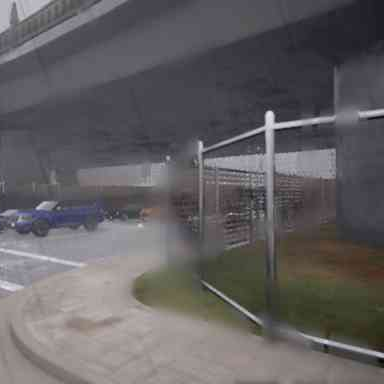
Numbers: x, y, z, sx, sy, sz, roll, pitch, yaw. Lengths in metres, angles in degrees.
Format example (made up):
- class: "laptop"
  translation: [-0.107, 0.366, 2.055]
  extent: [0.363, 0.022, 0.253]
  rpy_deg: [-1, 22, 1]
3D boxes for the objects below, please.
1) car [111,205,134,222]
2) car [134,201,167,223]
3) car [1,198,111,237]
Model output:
- class: "car"
  translation: [-5.454, 1.845, 29.540]
  extent: [1.895, 1.301, 4.718]
  rpy_deg: [-1, 0, 36]
- class: "car"
  translation: [-2.264, 1.556, 27.977]
  extent: [2.097, 1.767, 4.553]
  rpy_deg: [-1, 0, 36]
- class: "car"
  translation: [-7.977, 1.427, 20.126]
  extent: [2.150, 2.045, 5.566]
  rpy_deg: [-1, -1, 36]
